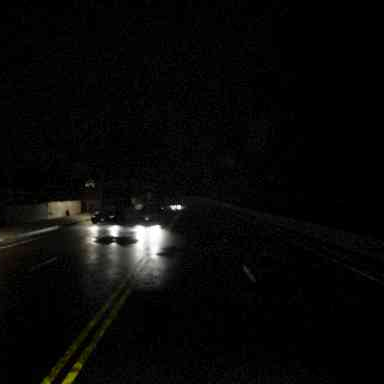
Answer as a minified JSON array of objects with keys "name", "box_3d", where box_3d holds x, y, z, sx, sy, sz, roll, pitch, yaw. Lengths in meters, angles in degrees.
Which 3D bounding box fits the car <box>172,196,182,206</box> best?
[{"name":"car","box_3d":[-3.211,2.179,69.365,2.128,1.511,4.902,0,-1,0]}]

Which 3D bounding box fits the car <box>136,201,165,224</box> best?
[{"name":"car","box_3d":[-3.332,1.756,27.107,2.128,1.511,4.902,0,-1,0]}]

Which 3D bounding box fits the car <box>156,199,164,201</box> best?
[{"name":"car","box_3d":[-6.464,2.166,67.163,2.033,1.411,5.357,0,-1,0]}]

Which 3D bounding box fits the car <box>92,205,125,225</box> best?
[{"name":"car","box_3d":[-6.583,1.786,26.731,1.812,1.442,4.674,0,-1,0]}]
